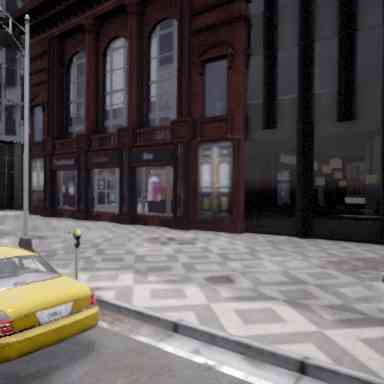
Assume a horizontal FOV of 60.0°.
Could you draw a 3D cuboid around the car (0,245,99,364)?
[{"bbox_3d":[-3.604,1.476,5.560,4.829,1.417,1.752,1,0,36],"label":"car"}]
